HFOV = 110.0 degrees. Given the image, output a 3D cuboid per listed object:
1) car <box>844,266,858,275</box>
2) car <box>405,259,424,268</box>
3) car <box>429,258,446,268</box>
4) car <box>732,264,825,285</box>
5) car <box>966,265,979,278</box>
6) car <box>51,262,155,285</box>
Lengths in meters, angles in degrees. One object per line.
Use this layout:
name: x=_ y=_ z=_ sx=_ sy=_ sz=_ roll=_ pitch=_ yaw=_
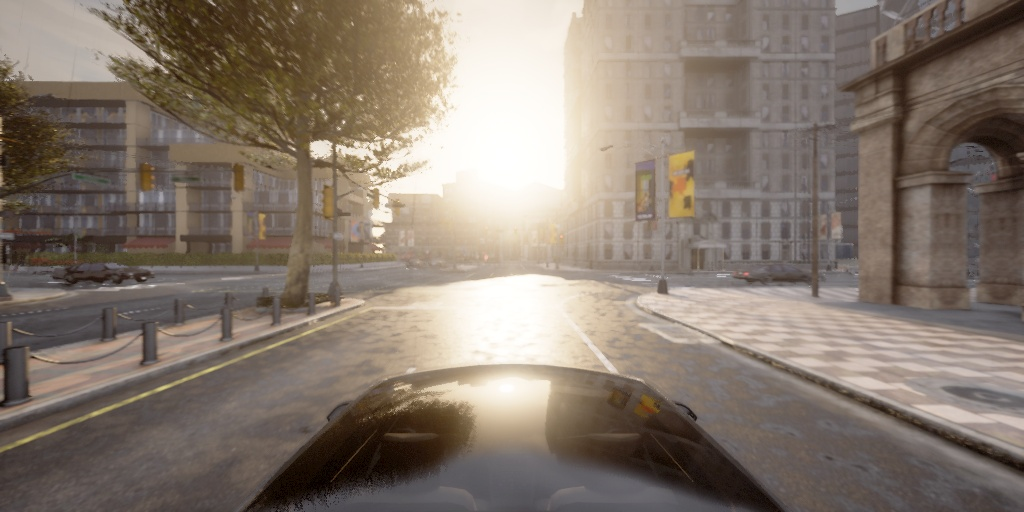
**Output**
car: x=35.620 y=1.246 z=35.192 sx=4.718 sy=1.301 sz=1.895 roll=0 pitch=0 yaw=0
car: x=-15.030 y=1.146 z=55.466 sx=1.994 sy=1.385 sz=4.181 roll=0 pitch=0 yaw=1
car: x=-11.530 y=1.074 z=55.470 sx=2.128 sy=1.511 sz=4.902 roll=0 pitch=0 yaw=1
car: x=18.141 y=1.226 z=24.576 sx=5.357 sy=1.411 sz=2.033 roll=0 pitch=0 yaw=0
car: x=37.817 y=1.204 z=31.679 sx=5.357 sy=1.411 sz=2.033 roll=0 pitch=0 yaw=0
car: x=-27.662 y=1.122 z=24.334 sx=5.357 sy=1.411 sz=2.033 roll=0 pitch=0 yaw=0
